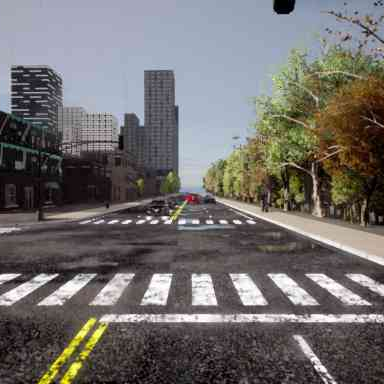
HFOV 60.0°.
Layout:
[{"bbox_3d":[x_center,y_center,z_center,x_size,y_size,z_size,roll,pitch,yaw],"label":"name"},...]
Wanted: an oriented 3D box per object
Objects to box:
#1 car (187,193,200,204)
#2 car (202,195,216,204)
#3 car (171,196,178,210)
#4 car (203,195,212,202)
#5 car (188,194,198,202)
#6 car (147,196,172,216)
[{"bbox_3d":[0.228,1.198,62.214,2.150,2.045,5.566,0,0,1],"label":"car"},{"bbox_3d":[3.482,1.540,63.126,1.994,1.385,4.181,0,0,0],"label":"car"},{"bbox_3d":[-3.256,1.549,42.997,1.994,1.385,4.181,0,0,0],"label":"car"},{"bbox_3d":[3.402,1.471,73.082,1.837,1.490,4.892,0,0,0],"label":"car"},{"bbox_3d":[0.164,1.325,72.781,2.097,1.767,4.553,0,0,0],"label":"car"},{"bbox_3d":[-3.282,1.494,33.066,1.837,1.490,4.892,0,0,0],"label":"car"}]
